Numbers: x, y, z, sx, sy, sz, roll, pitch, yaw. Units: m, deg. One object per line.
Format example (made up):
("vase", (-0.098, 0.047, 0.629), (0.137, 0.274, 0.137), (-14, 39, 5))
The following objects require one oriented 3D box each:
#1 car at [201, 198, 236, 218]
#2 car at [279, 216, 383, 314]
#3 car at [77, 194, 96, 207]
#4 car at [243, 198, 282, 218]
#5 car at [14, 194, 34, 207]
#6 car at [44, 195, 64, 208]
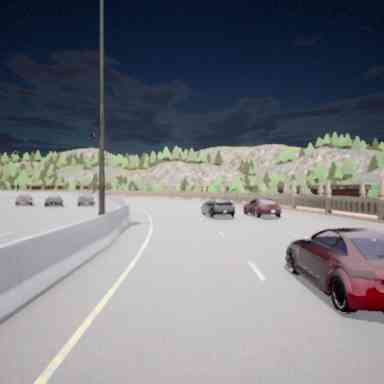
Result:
("car", (1.954, 1.172, 25.900), (2.128, 1.511, 4.902), (0, 1, -9))
("car", (3.574, 1.475, 7.440), (1.994, 1.385, 4.181), (0, 1, -1))
("car", (-12.845, 1.008, 40.365), (1.812, 1.442, 4.674), (0, 1, -20))
("car", (5.455, 1.208, 26.172), (1.812, 1.442, 4.674), (0, 1, -9))
("car", (-20.470, 0.994, 40.784), (1.812, 1.442, 4.674), (0, 1, -22))
("car", (-16.018, 1.062, 38.811), (1.994, 1.385, 4.181), (0, 1, -20))
